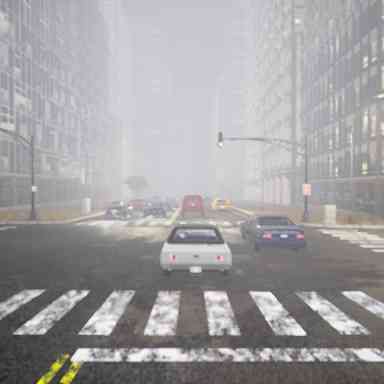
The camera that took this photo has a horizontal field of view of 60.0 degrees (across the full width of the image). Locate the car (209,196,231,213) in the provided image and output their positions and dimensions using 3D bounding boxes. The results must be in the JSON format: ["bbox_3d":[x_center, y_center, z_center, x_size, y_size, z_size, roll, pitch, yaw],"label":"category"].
[{"bbox_3d":[3.328,1.522,38.495,1.882,1.535,5.008,0,0,0],"label":"car"}]

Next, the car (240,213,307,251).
[{"bbox_3d":[3.351,1.621,14.607,2.033,1.411,5.357,1,1,0],"label":"car"}]

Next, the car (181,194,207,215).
[{"bbox_3d":[0.080,1.261,33.413,2.150,2.045,5.566,0,0,0],"label":"car"}]

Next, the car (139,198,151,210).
[{"bbox_3d":[-6.579,1.523,40.409,1.882,1.535,5.008,0,0,-1],"label":"car"}]

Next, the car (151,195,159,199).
[{"bbox_3d":[-6.531,1.617,50.309,1.994,1.385,4.181,0,0,0],"label":"car"}]

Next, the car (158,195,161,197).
[{"bbox_3d":[-6.538,1.412,60.609,2.097,1.767,4.553,0,0,0],"label":"car"}]

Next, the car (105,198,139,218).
[{"bbox_3d":[-6.613,1.529,30.735,2.128,1.511,4.902,0,0,0],"label":"car"}]

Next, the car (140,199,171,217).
[{"bbox_3d":[-3.358,1.602,31.174,1.994,1.385,4.181,0,0,0],"label":"car"}]

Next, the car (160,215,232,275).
[{"bbox_3d":[0.105,1.695,10.852,1.895,1.301,4.718,1,1,0],"label":"car"}]

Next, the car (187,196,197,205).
[{"bbox_3d":[-0.036,1.586,62.500,1.812,1.442,4.674,0,0,0],"label":"car"}]

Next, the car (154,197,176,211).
[{"bbox_3d":[-3.345,1.647,41.134,1.895,1.301,4.718,0,0,0],"label":"car"}]

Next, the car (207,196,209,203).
[{"bbox_3d":[3.240,1.539,65.068,1.882,1.535,5.008,0,0,0],"label":"car"}]
